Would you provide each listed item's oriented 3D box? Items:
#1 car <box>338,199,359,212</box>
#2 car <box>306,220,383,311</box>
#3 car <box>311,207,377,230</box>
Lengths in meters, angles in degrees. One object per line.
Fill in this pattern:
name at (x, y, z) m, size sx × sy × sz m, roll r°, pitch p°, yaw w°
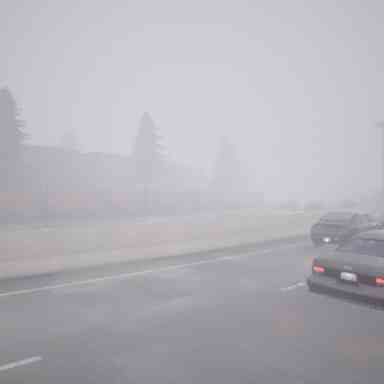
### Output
car at (20.003, 1.713, 42.395) m, size 2.033 × 1.411 × 5.357 m, roll 0°, pitch 0°, yaw 30°
car at (4.750, 1.579, 7.623) m, size 5.357 × 1.411 × 2.033 m, roll 0°, pitch 0°, yaw -40°
car at (6.874, 1.561, 14.250) m, size 4.892 × 1.490 × 1.837 m, roll 0°, pitch 0°, yaw -43°
